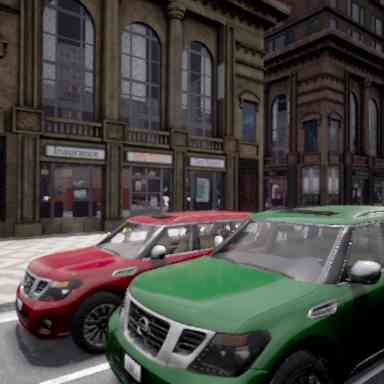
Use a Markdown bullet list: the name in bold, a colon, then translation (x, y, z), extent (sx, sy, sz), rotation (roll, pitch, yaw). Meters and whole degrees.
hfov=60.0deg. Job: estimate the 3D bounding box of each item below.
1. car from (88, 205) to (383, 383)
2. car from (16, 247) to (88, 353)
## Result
- **car**: translation (1.712, 1.242, 4.605), extent (5.566, 2.045, 2.150), rotation (0, 0, -36)
- **car**: translation (-0.466, 1.332, 6.317), extent (5.009, 1.841, 2.192), rotation (0, 0, -36)
